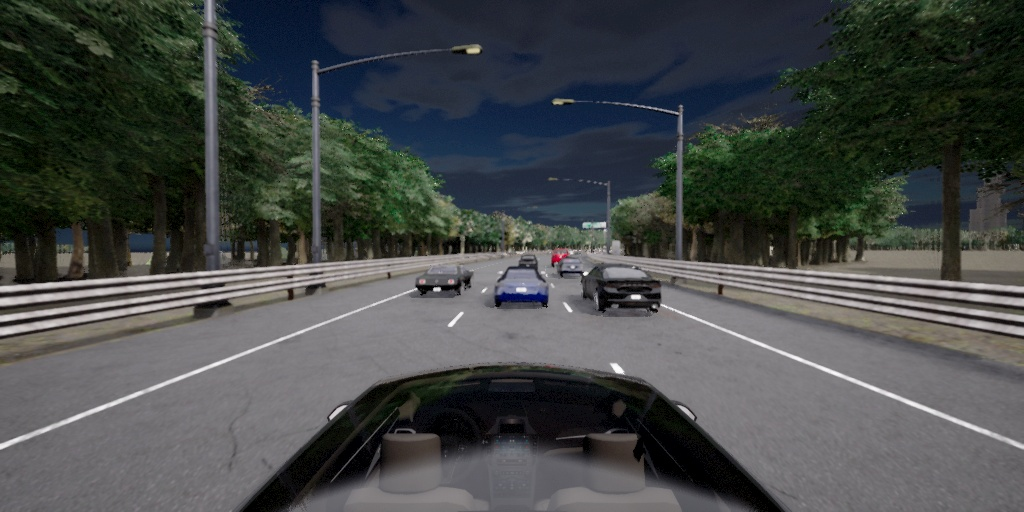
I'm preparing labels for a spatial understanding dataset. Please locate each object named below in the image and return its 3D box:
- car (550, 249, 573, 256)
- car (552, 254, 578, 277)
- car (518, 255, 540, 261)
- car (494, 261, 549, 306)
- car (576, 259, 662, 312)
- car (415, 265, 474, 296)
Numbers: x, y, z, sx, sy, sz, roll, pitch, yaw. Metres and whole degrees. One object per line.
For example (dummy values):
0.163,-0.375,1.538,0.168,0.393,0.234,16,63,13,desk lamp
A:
5.879,0.168,43.439,2.150,2.045,5.566,0,1,6,car
4.480,0.801,27.820,2.033,1.411,5.357,0,1,4,car
1.645,0.618,34.840,1.837,1.490,4.892,0,1,5,car
0.385,1.076,14.192,1.994,1.385,4.181,0,1,2,car
3.733,1.015,13.029,1.882,1.535,5.008,0,1,2,car
-3.014,1.055,17.106,1.895,1.301,4.718,0,1,2,car
